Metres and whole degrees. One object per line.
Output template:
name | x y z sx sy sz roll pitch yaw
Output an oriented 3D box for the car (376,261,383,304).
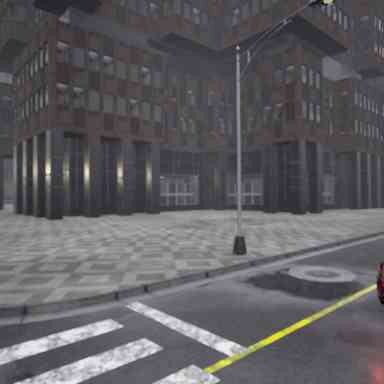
car | 5.416 1.520 6.901 4.674 1.442 1.812 0 -1 -42
